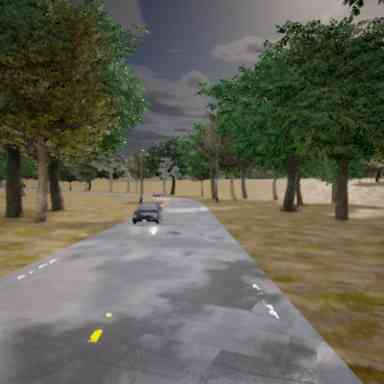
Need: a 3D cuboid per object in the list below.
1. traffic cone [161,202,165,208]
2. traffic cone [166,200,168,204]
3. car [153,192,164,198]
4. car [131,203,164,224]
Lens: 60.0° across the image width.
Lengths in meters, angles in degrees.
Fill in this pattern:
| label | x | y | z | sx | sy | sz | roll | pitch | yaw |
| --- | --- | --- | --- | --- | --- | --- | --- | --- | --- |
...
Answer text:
| label | x | y | z | sx | sy | sz | roll | pitch | yaw |
| --- | --- | --- | --- | --- | --- | --- | --- | --- | --- |
| traffic cone | -4.200 | 1.839 | 45.641 | 0.340 | 0.580 | 0.340 | 0 | 0 | 0 |
| traffic cone | -4.200 | 1.815 | 50.645 | 0.340 | 0.580 | 0.340 | 0 | 0 | 0 |
| car | -9.231 | 0.772 | 91.673 | 1.882 | 1.535 | 5.008 | -1 | 1 | -23 |
| car | -3.098 | 1.499 | 24.309 | 2.033 | 1.411 | 5.357 | 0 | 0 | 0 |
